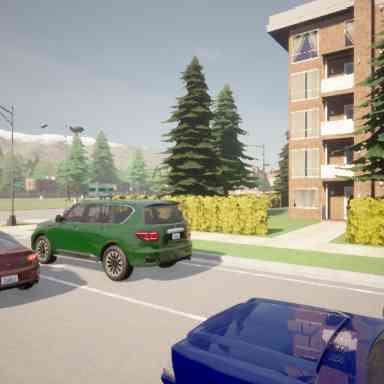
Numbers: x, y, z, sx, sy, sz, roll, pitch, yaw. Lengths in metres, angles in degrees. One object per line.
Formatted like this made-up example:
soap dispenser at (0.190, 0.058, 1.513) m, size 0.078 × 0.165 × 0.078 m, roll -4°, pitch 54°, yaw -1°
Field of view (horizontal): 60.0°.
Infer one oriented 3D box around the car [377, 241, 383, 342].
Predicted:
car at (5.091, 1.564, 4.665) m, size 4.181 × 1.385 × 1.994 m, roll 0°, pitch 0°, yaw 35°

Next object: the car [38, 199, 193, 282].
car at (-2.580, 1.221, 10.071) m, size 5.566 × 2.045 × 2.150 m, roll 0°, pitch 0°, yaw 36°

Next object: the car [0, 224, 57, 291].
car at (-5.385, 1.526, 7.779) m, size 4.674 × 1.442 × 1.812 m, roll 0°, pitch 0°, yaw 36°

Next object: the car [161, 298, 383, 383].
car at (2.054, 1.601, 2.531) m, size 4.718 × 1.301 × 1.895 m, roll 0°, pitch 0°, yaw 35°
